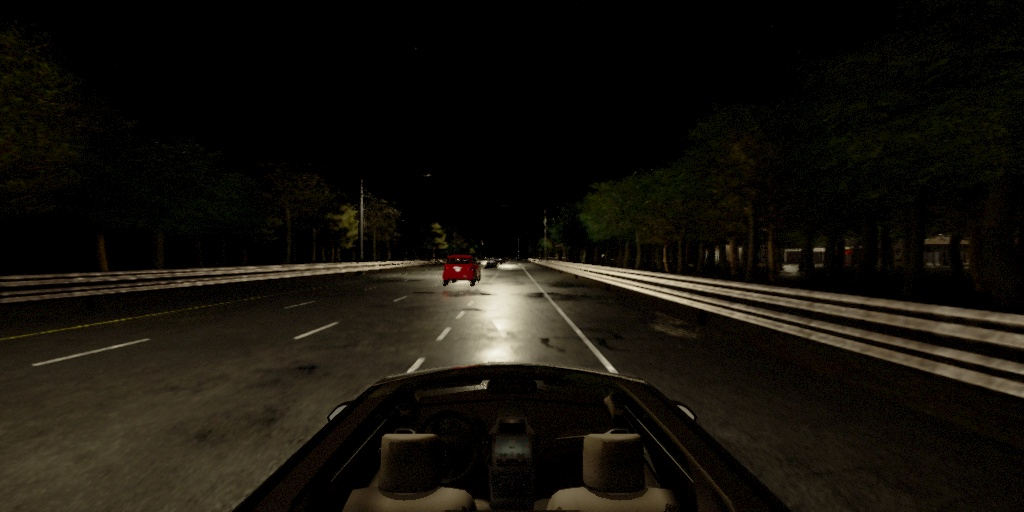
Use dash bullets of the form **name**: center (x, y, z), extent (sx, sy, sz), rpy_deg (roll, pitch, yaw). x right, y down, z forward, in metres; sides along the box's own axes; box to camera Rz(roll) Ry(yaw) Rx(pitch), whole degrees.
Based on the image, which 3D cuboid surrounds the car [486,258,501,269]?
- **car**: center (-3.346, 1.361, 59.689), extent (2.033, 1.411, 5.357), rpy_deg (0, 0, 0)

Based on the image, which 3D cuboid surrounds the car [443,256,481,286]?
- **car**: center (-3.476, 0.992, 25.646), extent (2.150, 2.045, 5.566), rpy_deg (0, 0, 0)
